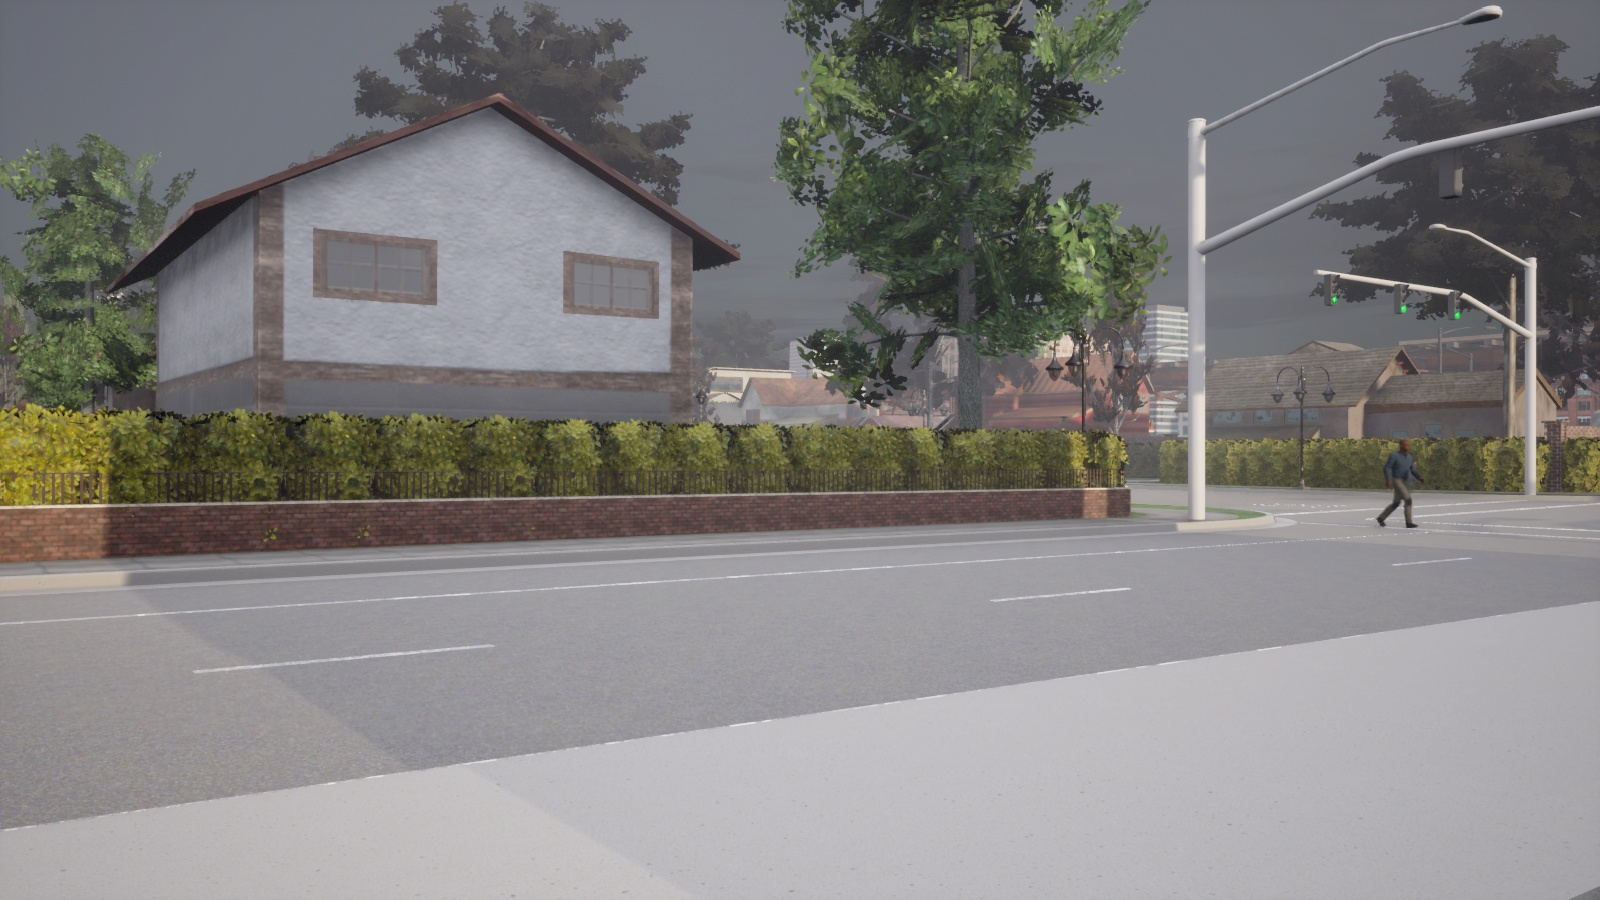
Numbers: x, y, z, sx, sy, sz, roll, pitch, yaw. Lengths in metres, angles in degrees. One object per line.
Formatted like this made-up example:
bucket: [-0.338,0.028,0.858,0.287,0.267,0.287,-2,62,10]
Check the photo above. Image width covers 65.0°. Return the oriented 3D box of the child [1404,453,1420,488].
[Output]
child: [21.972,0.743,45.102,0.270,1.263,0.437,0,0,-31]

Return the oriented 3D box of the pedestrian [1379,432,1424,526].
pedestrian: [12.002,0.572,25.063,0.370,1.835,0.726,0,0,-31]
